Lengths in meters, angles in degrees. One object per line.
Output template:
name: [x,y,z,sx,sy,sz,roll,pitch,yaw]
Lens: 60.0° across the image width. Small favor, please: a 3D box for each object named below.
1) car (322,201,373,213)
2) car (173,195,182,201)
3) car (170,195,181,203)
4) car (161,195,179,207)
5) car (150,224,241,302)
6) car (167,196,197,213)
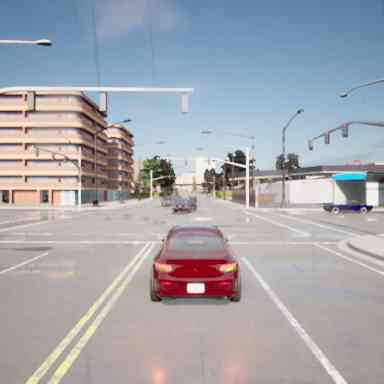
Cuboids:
car: [16.508,1.584,35.464,4.718,1.301,1.895,0,0,1]
car: [-3.563,1.485,82.239,2.128,1.511,4.902,0,0,0]
car: [-3.555,1.490,71.881,2.128,1.511,4.902,0,0,0]
car: [-3.622,1.327,51.634,2.097,1.767,4.553,0,0,0]
car: [0.076,1.522,8.154,1.812,1.442,4.674,0,0,0]
car: [-0.745,1.506,35.784,2.033,1.411,5.357,0,0,11]
